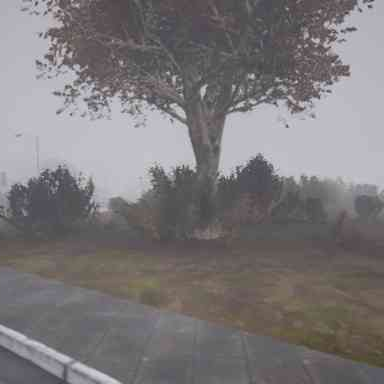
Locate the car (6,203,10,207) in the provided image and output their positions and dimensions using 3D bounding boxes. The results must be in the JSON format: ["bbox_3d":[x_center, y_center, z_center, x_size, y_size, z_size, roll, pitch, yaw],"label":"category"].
[{"bbox_3d":[-22.251,1.686,44.379,1.895,1.301,4.718,0,0,34],"label":"car"}]

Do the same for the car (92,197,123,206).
[{"bbox_3d":[-14.249,1.577,56.476,2.128,1.511,4.902,0,0,34],"label":"car"}]

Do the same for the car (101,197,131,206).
[{"bbox_3d":[-11.986,1.570,53.560,2.128,1.511,4.902,0,0,33],"label":"car"}]
